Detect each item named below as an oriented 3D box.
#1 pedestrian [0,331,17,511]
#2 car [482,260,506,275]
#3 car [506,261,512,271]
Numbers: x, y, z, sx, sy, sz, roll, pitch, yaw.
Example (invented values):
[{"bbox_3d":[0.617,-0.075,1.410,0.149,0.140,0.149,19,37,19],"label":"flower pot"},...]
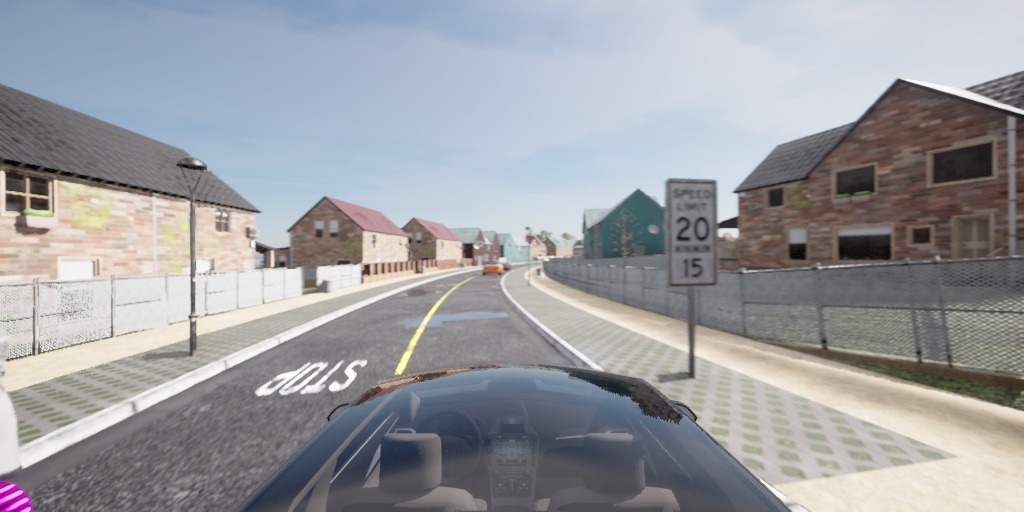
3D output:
[{"bbox_3d":[-3.665,1.095,2.300,0.375,1.860,0.375,-1,0,-11],"label":"pedestrian"},{"bbox_3d":[-2.189,1.291,42.082,2.097,1.767,4.553,-1,0,3],"label":"car"},{"bbox_3d":[-1.231,1.461,51.891,1.994,1.385,4.181,-1,0,7],"label":"car"}]
